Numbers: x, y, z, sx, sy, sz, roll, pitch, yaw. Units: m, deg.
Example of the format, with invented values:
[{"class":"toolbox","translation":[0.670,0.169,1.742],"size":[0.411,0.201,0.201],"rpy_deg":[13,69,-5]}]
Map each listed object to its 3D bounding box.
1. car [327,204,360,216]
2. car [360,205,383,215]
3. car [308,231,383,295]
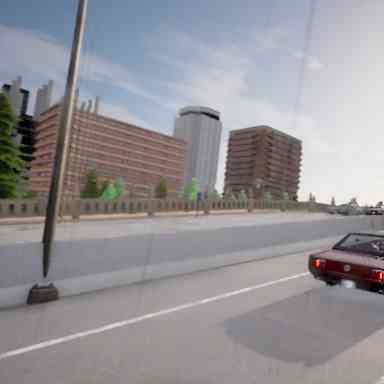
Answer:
[{"class":"car","translation":[17.130,2.008,37.217],"size":[4.718,1.301,1.895],"rpy_deg":[4,-2,-40]},{"class":"car","translation":[19.972,2.046,35.031],"size":[4.181,1.385,1.994],"rpy_deg":[4,-2,-40]},{"class":"car","translation":[4.988,1.662,8.393],"size":[4.718,1.301,1.895],"rpy_deg":[1,0,-40]}]
